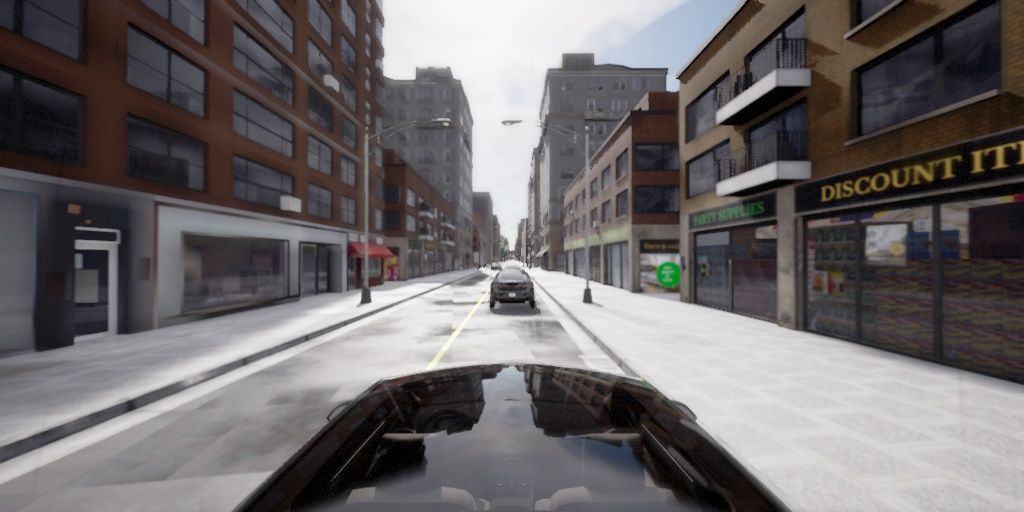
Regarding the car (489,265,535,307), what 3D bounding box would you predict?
[{"bbox_3d":[0.018,1.369,16.337,1.882,1.535,5.008,0,0,0],"label":"car"}]
